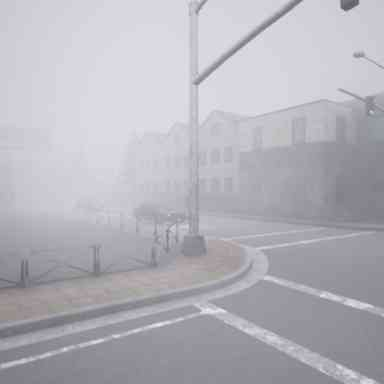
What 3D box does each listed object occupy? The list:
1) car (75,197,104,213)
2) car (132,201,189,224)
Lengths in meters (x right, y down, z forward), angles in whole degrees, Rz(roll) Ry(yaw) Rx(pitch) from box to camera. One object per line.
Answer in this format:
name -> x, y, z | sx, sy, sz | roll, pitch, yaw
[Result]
car -> -10.833, 1.302, 35.043 | 2.128, 1.511, 4.902 | 0, 0, -35
car -> -2.341, 1.360, 23.022 | 2.033, 1.411, 5.357 | 0, 0, -35
